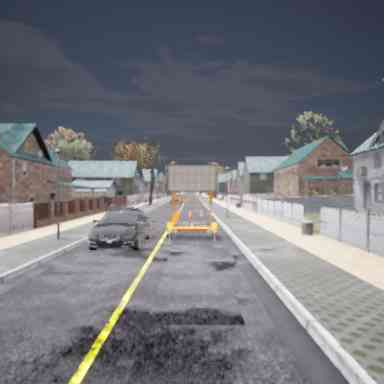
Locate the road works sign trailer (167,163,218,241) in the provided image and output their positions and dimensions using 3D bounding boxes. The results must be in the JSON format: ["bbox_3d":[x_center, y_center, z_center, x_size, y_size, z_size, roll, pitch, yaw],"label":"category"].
[{"bbox_3d":[0.008,0.395,16.150,2.380,3.560,2.880,0,0,0],"label":"road works sign trailer"}]

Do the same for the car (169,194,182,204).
[{"bbox_3d":[-2.781,1.095,56.408,2.097,1.767,4.553,0,0,1],"label":"car"}]

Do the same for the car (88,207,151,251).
[{"bbox_3d":[-2.843,1.445,13.854,1.837,1.490,4.892,0,0,0],"label":"car"}]
